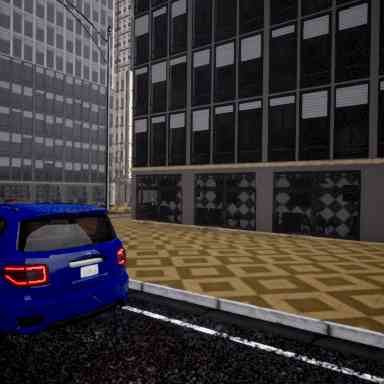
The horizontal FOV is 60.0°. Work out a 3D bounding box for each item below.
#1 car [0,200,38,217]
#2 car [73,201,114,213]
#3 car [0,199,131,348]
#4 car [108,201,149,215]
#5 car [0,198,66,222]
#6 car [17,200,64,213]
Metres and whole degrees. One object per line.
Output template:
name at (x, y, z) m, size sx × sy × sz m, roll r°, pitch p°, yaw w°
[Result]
car at (-18.391, 1.608, 33.430) m, size 2.128 × 1.511 × 4.902 m, roll 1°, pitch 0°, yaw 36°
car at (-12.303, 1.808, 41.685) m, size 1.895 × 1.301 × 4.718 m, roll 1°, pitch 0°, yaw 36°
car at (-3.660, 1.218, 6.293) m, size 5.566 × 2.045 × 2.150 m, roll 0°, pitch 0°, yaw 35°
car at (-7.308, 1.830, 38.711) m, size 1.752 × 1.417 × 4.829 m, roll 1°, pitch 0°, yaw 36°
car at (-14.106, 1.519, 29.500) m, size 2.192 × 1.841 × 5.009 m, roll 1°, pitch 0°, yaw 36°
car at (-17.603, 1.643, 38.875) m, size 1.752 × 1.417 × 4.829 m, roll 1°, pitch 0°, yaw 36°
